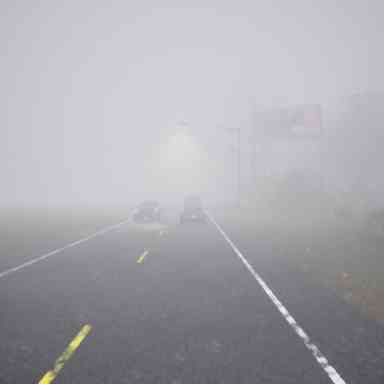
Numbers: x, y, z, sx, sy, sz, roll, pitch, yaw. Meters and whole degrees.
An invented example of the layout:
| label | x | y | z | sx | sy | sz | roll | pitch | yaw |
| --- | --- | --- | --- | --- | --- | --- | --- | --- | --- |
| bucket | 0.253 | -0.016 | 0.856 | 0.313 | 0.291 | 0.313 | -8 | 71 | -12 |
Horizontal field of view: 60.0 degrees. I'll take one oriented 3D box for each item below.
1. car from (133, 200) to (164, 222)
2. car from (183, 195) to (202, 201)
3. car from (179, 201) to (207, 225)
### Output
| label | x | y | z | sx | sy | sz | roll | pitch | yaw |
| --- | --- | --- | --- | --- | --- | --- | --- | --- | --- |
| car | -3.551 | 1.468 | 27.858 | 2.097 | 1.767 | 4.553 | 0 | 0 | 1 |
| car | 0.107 | 1.397 | 41.554 | 2.150 | 2.045 | 5.566 | 0 | 0 | 0 |
| car | 0.081 | 1.670 | 25.335 | 1.994 | 1.385 | 4.181 | 0 | 0 | 0 |
